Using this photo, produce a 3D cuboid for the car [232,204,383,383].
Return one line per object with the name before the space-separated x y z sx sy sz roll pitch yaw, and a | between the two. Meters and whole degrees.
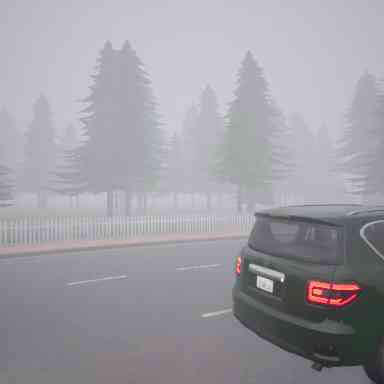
car | 3.276 1.222 5.331 5.566 2.045 2.150 0 0 -27
